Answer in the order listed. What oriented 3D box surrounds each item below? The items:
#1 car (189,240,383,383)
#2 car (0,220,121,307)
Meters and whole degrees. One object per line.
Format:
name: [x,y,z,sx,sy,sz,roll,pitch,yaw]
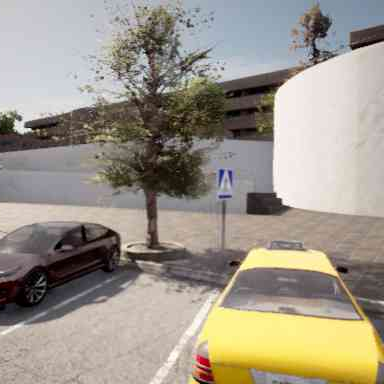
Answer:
car: [1.411,1.488,5.004,1.946,1.575,5.366,0,-1,16]
car: [-3.525,1.507,8.285,2.163,1.488,4.792,1,-1,16]
